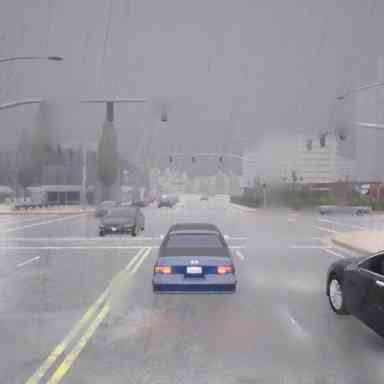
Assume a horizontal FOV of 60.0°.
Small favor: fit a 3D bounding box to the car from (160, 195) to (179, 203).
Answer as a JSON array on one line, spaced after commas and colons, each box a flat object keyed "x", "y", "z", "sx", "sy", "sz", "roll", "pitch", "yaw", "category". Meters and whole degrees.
[{"x": -3.781, "y": 1.491, "z": 56.909, "sx": 2.128, "sy": 1.511, "sz": 4.902, "roll": 0, "pitch": 0, "yaw": 0, "category": "car"}]

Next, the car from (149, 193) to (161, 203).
[{"x": -7.248, "y": 1.225, "z": 66.704, "sx": 2.150, "sy": 2.045, "sz": 5.566, "roll": 0, "pitch": 0, "yaw": 0, "category": "car"}]

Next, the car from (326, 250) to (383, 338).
[{"x": 3.546, "y": 1.505, "z": 4.662, "sx": 1.837, "sy": 1.490, "sz": 4.892, "roll": 0, "pitch": 0, "yaw": 0, "category": "car"}]

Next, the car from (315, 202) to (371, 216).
[{"x": 14.337, "y": 1.601, "z": 31.831, "sx": 4.718, "sy": 1.301, "sz": 1.895, "roll": 0, "pitch": 0, "yaw": 1, "category": "car"}]

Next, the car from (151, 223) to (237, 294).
[{"x": 0.052, "y": 1.547, "z": 8.906, "sx": 2.033, "sy": 1.411, "sz": 5.357, "roll": 0, "pitch": 0, "yaw": 0, "category": "car"}]

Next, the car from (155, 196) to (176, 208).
[{"x": -3.763, "y": 1.601, "z": 47.583, "sx": 1.895, "sy": 1.301, "sz": 4.718, "roll": 0, "pitch": 0, "yaw": 0, "category": "car"}]

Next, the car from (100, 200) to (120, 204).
[{"x": -7.202, "y": 1.505, "z": 29.246, "sx": 1.837, "sy": 1.490, "sz": 4.892, "roll": 0, "pitch": 0, "yaw": 0, "category": "car"}]

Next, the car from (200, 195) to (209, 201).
[{"x": 3.207, "y": 1.553, "z": 84.585, "sx": 1.994, "sy": 1.385, "sz": 4.181, "roll": 0, "pitch": 0, "yaw": 0, "category": "car"}]

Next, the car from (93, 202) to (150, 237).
[{"x": -3.663, "y": 1.505, "z": 18.039, "sx": 1.837, "sy": 1.490, "sz": 4.892, "roll": 0, "pitch": 0, "yaw": 0, "category": "car"}]

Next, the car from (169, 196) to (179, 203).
[{"x": -3.744, "y": 1.552, "z": 70.604, "sx": 1.994, "sy": 1.385, "sz": 4.181, "roll": 0, "pitch": 0, "yaw": 0, "category": "car"}]

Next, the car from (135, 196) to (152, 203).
[{"x": -7.261, "y": 1.601, "z": 47.564, "sx": 1.895, "sy": 1.301, "sz": 4.718, "roll": 0, "pitch": 0, "yaw": 0, "category": "car"}]
